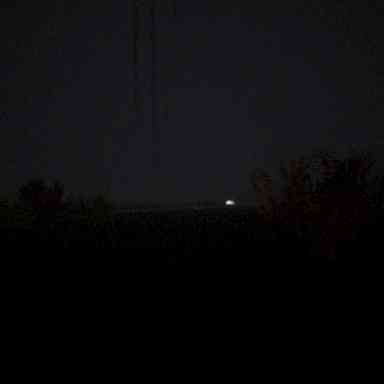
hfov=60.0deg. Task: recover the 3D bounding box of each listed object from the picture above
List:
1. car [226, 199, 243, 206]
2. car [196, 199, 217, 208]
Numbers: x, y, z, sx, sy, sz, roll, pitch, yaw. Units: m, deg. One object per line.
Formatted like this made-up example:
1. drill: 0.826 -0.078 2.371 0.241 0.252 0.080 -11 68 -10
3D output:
1. car: 8.429 2.076 66.482 1.812 1.442 4.674 -1 -1 36
2. car: 2.601 1.930 58.311 2.128 1.511 4.902 -1 -1 36
